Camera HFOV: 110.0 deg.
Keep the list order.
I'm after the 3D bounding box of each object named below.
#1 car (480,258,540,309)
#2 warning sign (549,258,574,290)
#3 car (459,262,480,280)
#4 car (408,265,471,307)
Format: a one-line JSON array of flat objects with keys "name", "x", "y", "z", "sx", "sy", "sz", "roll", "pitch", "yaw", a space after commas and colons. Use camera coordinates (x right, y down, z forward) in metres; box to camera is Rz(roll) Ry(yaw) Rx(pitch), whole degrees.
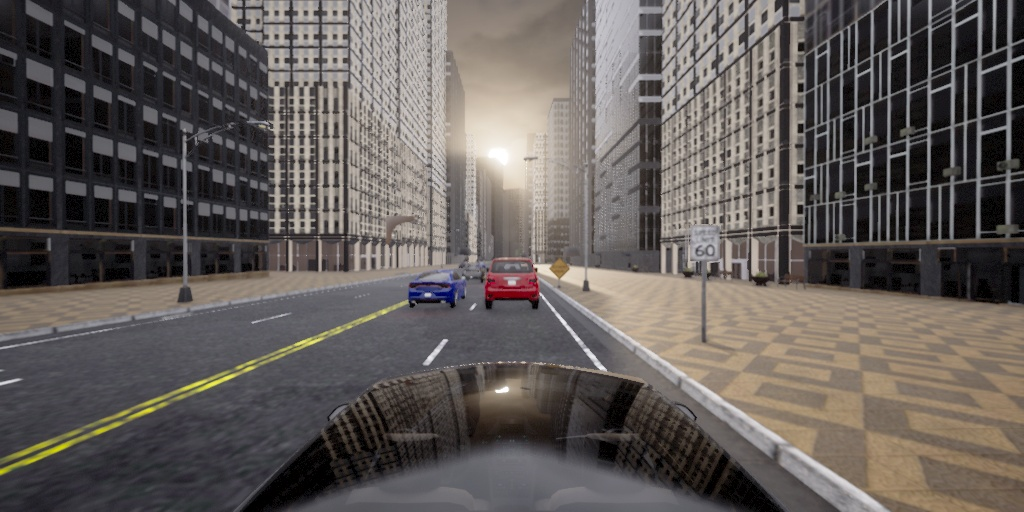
[{"name": "car", "x": 0.004, "y": 1.096, "z": 15.870, "sx": 2.150, "sy": 2.045, "sz": 5.566, "roll": 0, "pitch": 0, "yaw": 0}, {"name": "warning sign", "x": 2.854, "y": 1.048, "z": 21.668, "sx": 1.300, "sy": 1.860, "sz": 1.060, "roll": 0, "pitch": 0, "yaw": 0}, {"name": "car", "x": -3.240, "y": 1.512, "z": 31.145, "sx": 2.128, "sy": 1.511, "sz": 4.902, "roll": 0, "pitch": 0, "yaw": 0}, {"name": "car", "x": -3.241, "y": 1.361, "z": 16.320, "sx": 1.882, "sy": 1.535, "sz": 5.008, "roll": 0, "pitch": 0, "yaw": 0}]
